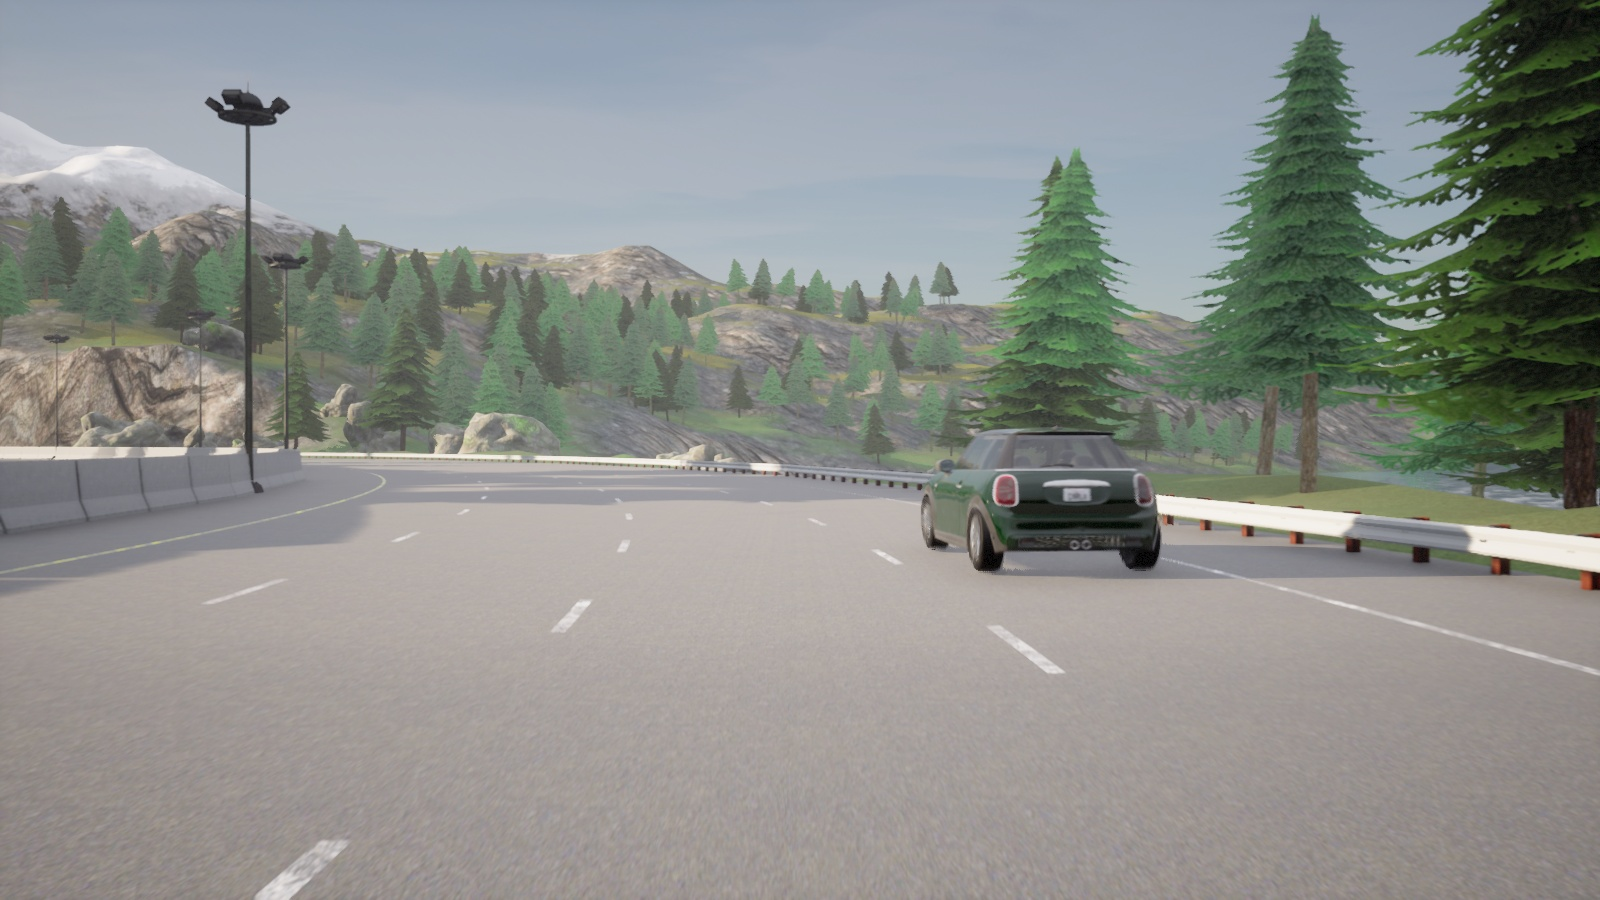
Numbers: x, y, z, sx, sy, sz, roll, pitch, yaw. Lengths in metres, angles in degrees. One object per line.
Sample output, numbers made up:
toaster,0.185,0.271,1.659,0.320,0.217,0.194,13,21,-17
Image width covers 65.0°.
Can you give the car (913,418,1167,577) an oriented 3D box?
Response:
car,2.885,0.515,16.266,2.097,1.767,4.553,0,0,-5
